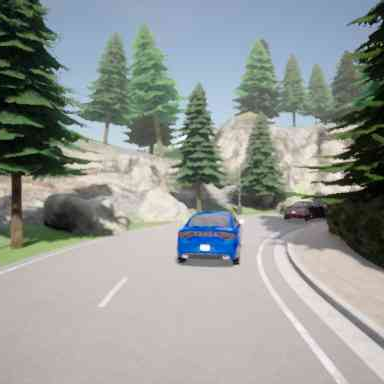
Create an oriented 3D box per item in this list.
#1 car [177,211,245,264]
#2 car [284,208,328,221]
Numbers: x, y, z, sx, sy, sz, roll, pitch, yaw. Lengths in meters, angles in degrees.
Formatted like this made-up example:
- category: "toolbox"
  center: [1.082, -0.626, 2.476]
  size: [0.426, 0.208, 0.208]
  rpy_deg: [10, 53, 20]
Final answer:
- category: "car"
  center: [0.783, 1.393, 11.657]
  size: [1.882, 1.535, 5.008]
  rpy_deg: [0, 0, 10]
- category: "car"
  center: [8.739, 1.381, 25.082]
  size: [4.181, 1.385, 1.994]
  rpy_deg: [0, 0, -43]
